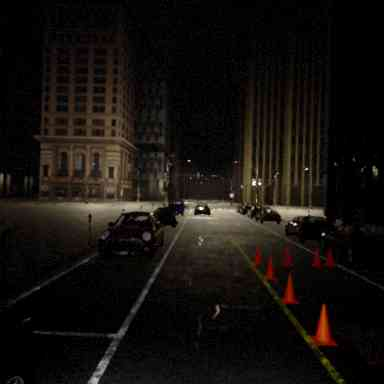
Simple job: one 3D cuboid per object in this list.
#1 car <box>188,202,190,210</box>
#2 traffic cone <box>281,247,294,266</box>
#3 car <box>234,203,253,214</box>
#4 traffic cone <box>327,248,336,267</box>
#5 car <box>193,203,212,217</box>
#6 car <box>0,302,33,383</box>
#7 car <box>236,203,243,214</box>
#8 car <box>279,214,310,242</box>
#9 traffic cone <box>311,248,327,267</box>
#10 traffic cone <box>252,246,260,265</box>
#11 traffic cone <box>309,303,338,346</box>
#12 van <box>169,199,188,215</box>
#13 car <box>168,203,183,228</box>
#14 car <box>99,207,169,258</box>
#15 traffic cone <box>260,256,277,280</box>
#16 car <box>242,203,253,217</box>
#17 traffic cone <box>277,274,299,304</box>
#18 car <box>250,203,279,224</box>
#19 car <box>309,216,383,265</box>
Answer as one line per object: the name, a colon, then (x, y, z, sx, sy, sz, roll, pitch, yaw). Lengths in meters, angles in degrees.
car: (-1.234, 2.037, 52.422, 2.008, 1.369, 4.403, 2, -1, 1)
traffic cone: (3.238, 2.170, 11.268, 0.340, 0.580, 0.340, 2, -1, 1)
car: (7.148, 2.229, 46.574, 2.008, 1.369, 4.403, 2, -1, 1)
traffic cone: (4.720, 2.215, 11.366, 0.340, 0.580, 0.340, 1, -1, 29)
car: (1.155, 1.957, 36.998, 2.033, 1.411, 5.357, 2, -1, 1)
car: (-2.474, 1.511, 1.671, 1.947, 1.339, 4.313, 1, -1, 1)
car: (7.013, 2.060, 40.936, 1.967, 1.590, 4.097, 2, -1, 1)
car: (6.458, 1.948, 18.379, 1.947, 1.339, 4.313, 1, -1, 1)
traffic cone: (4.238, 2.199, 11.242, 0.340, 0.580, 0.340, 2, -1, 1)
traffic cone: (2.239, 2.140, 11.292, 0.340, 0.580, 0.340, 2, -1, 1)
traffic cone: (2.093, 2.074, 5.294, 0.340, 0.580, 0.340, 2, -1, 1)
van: (-1.641, 1.653, 35.507, 1.690, 1.788, 3.998, 2, -1, 1)
car: (-1.923, 1.758, 24.228, 1.947, 1.339, 4.313, 1, -1, 1)
car: (-2.195, 1.511, 12.950, 1.967, 1.590, 4.097, 1, -1, 1)
traffic cone: (2.190, 2.118, 9.293, 0.340, 0.580, 0.340, 2, -1, 1)
car: (6.872, 2.112, 35.295, 2.008, 1.369, 4.403, 2, -1, 1)
traffic cone: (2.142, 2.096, 7.294, 0.340, 0.580, 0.340, 2, -1, 1)
car: (6.739, 2.030, 29.827, 1.752, 1.417, 4.829, 1, -1, 1)
car: (6.321, 1.871, 12.741, 2.008, 1.369, 4.403, 1, -1, 1)
